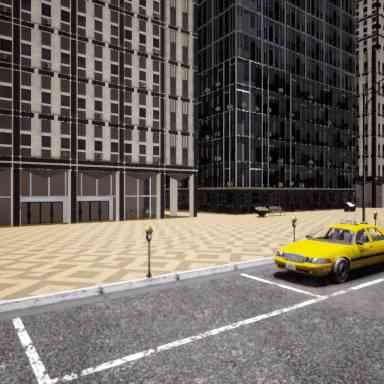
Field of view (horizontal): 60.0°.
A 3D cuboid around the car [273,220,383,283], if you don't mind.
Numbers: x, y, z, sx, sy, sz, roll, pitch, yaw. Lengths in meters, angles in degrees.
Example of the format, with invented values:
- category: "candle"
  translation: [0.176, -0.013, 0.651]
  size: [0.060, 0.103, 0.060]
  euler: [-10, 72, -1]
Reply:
- category: "car"
  translation: [4.421, 1.526, 9.667]
  size: [4.829, 1.417, 1.752]
  euler: [0, 0, -35]
